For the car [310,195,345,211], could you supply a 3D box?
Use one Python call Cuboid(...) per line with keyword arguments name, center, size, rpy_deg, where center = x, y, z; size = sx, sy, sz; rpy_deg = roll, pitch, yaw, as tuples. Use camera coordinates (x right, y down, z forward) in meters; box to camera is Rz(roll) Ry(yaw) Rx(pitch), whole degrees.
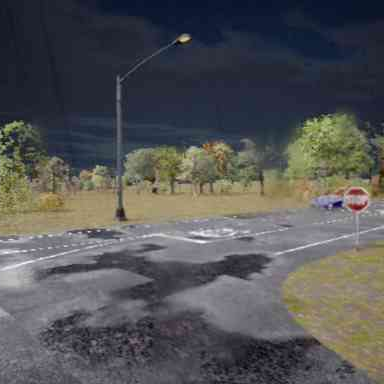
Cuboid(name="car", center=(13.862, 1.064, 33.785), size=(5.008, 1.535, 1.882), rpy_deg=(-3, 2, -43))
